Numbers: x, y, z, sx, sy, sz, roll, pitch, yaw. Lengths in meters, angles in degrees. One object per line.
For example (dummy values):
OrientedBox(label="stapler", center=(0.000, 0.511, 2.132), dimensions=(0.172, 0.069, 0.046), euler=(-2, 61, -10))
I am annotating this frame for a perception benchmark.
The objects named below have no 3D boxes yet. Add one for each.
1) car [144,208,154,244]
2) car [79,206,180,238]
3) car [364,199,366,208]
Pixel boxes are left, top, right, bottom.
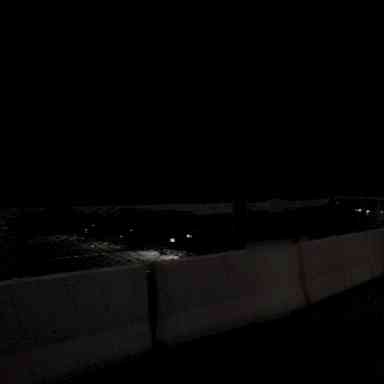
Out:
OrientedBox(label="car", center=(-1.090, 1.609, 16.495), dimensions=(5.357, 1.411, 2.033), euler=(0, 0, -39))
OrientedBox(label="car", center=(-3.470, 1.612, 19.072), dimensions=(5.357, 1.411, 2.033), euler=(0, 0, -39))
OrientedBox(label="car", center=(25.812, 1.764, 49.267), dimensions=(2.128, 1.511, 4.902), euler=(0, 0, 37))
